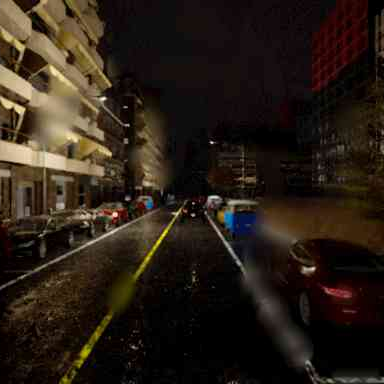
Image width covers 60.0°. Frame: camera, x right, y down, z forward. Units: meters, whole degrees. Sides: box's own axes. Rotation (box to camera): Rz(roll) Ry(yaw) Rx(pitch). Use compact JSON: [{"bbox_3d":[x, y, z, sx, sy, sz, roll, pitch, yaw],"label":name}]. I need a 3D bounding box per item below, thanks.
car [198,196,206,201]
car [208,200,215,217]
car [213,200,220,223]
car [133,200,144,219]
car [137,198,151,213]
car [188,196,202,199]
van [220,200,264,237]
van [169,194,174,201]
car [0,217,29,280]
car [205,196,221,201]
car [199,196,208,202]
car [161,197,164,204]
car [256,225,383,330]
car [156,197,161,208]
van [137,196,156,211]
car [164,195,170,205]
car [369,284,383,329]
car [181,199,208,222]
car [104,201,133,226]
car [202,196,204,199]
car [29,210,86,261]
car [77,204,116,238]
[{"bbox_3d":[2.661,1.738,89.615,1.887,1.381,4.507,0,0,0],"label":"car"},{"bbox_3d":[2.677,1.608,28.824,1.947,1.339,4.313,0,0,0],"label":"car"},{"bbox_3d":[2.678,1.558,23.466,1.752,1.417,4.829,0,0,0],"label":"car"},{"bbox_3d":[-5.703,1.609,28.822,1.947,1.339,4.313,0,0,0],"label":"car"},{"bbox_3d":[-5.705,1.599,34.348,1.887,1.381,4.507,0,0,0],"label":"car"},{"bbox_3d":[0.088,1.581,45.429,1.837,1.490,4.892,0,0,0],"label":"car"},{"bbox_3d":[2.678,1.365,17.771,1.690,1.788,3.998,0,0,0],"label":"van"},{"bbox_3d":[-5.721,1.535,89.614,1.690,1.788,3.998,0,0,0],"label":"van"},{"bbox_3d":[-5.699,1.324,6.715,2.192,1.841,5.009,0,0,0],"label":"car"},{"bbox_3d":[2.675,1.493,34.350,1.967,1.590,4.097,0,0,0],"label":"car"},{"bbox_3d":[2.664,1.704,78.564,1.887,1.381,4.507,0,0,0],"label":"car"},{"bbox_3d":[-5.709,1.672,50.927,1.802,1.307,4.206,0,0,0],"label":"car"},{"bbox_3d":[2.682,1.590,6.717,1.802,1.307,4.206,0,0,0],"label":"car"},{"bbox_3d":[-5.708,1.660,45.401,1.802,1.307,4.206,0,0,0],"label":"car"},{"bbox_3d":[-5.708,1.407,39.876,1.690,1.788,3.998,0,0,0],"label":"van"},{"bbox_3d":[-5.712,1.682,61.981,1.947,1.339,4.313,0,0,0],"label":"car"},{"bbox_3d":[2.684,1.583,1.191,1.802,1.307,4.206,0,0,0],"label":"car"},{"bbox_3d":[0.094,1.565,27.004,1.812,1.442,4.674,0,0,0],"label":"car"},{"bbox_3d":[-5.702,1.474,23.294,1.967,1.590,4.097,0,0,0],"label":"car"},{"bbox_3d":[2.672,1.602,45.573,1.752,1.417,4.829,0,0,0],"label":"car"},{"bbox_3d":[-5.698,1.567,12.242,2.008,1.369,4.403,0,0,0],"label":"car"},{"bbox_3d":[-5.700,1.575,17.769,2.008,1.369,4.403,0,0,0],"label":"car"}]
